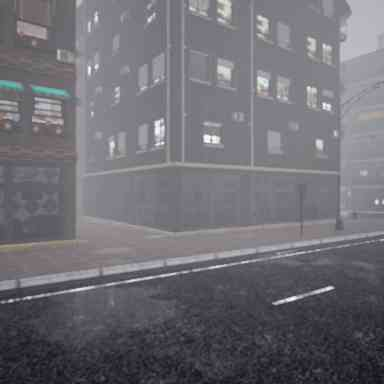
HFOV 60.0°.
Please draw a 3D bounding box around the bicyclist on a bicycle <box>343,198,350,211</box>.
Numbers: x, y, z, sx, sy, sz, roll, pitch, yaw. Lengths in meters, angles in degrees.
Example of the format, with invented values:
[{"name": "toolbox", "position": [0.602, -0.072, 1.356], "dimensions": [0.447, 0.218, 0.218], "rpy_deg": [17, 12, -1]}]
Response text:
[{"name": "bicyclist on a bicycle", "position": [20.732, 1.684, 44.638], "dimensions": [1.656, 1.620, 0.582], "rpy_deg": [0, 0, -36]}]
